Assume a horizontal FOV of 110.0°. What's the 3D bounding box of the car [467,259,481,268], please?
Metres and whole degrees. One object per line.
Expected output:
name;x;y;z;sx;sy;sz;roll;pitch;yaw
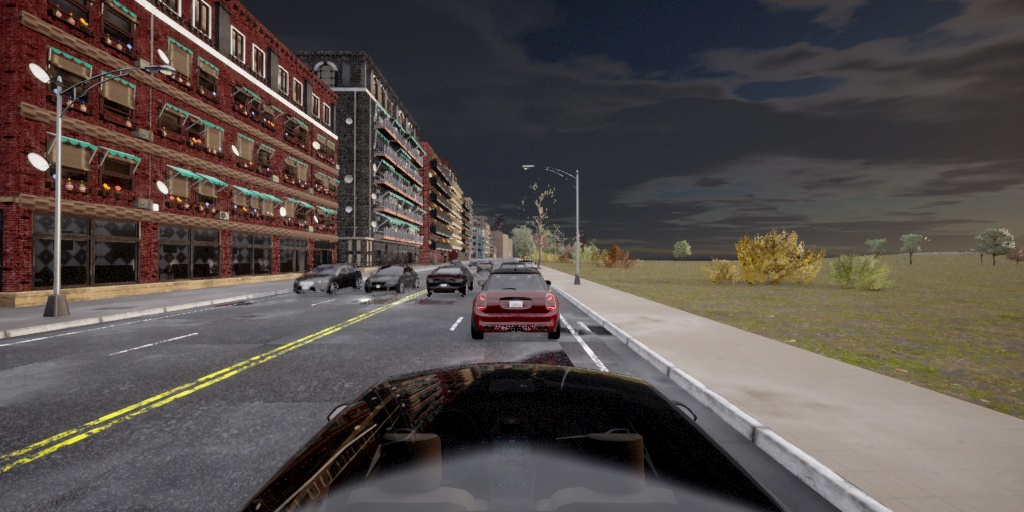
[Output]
car;-6.634;1.315;63.338;1.994;1.385;4.181;0;0;0

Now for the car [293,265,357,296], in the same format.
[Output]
car;-9.873;1.244;19.611;2.128;1.511;4.902;0;0;0

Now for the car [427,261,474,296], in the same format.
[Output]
car;-3.174;1.230;19.168;1.882;1.535;5.008;0;0;0

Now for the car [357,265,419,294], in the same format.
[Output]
car;-6.623;1.258;20.158;1.837;1.490;4.892;0;0;0

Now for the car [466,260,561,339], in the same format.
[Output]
car;0.082;1.104;10.196;2.097;1.767;4.553;0;0;0

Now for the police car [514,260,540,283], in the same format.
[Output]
police car;1.104;1.179;29.464;1.930;1.638;5.238;0;0;0

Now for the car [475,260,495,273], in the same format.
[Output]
car;-3.198;1.243;43.673;2.128;1.511;4.902;0;0;0
